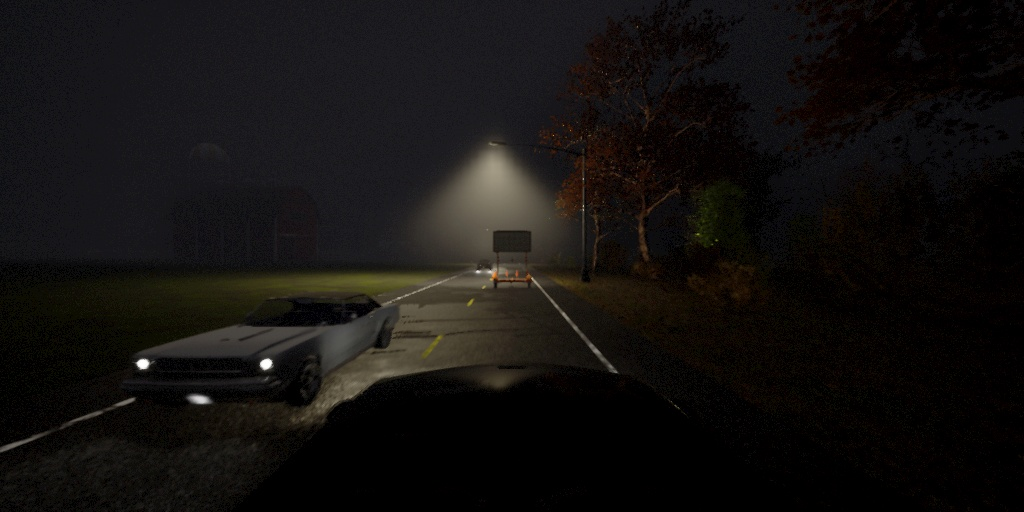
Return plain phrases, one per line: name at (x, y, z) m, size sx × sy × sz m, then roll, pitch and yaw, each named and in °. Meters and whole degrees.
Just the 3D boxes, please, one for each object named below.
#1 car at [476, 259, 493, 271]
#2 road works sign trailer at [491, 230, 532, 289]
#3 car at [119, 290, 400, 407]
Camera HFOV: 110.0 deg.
car at (-3.587, 1.146, 47.508) m, size 1.837 × 1.490 × 4.892 m, roll 0°, pitch 1°, yaw 0°
road works sign trailer at (0.009, 0.169, 22.361) m, size 2.380 × 3.560 × 2.880 m, roll 0°, pitch 0°, yaw 0°
car at (-3.599, 1.341, 6.336) m, size 1.895 × 1.301 × 4.718 m, roll 0°, pitch 0°, yaw 0°
